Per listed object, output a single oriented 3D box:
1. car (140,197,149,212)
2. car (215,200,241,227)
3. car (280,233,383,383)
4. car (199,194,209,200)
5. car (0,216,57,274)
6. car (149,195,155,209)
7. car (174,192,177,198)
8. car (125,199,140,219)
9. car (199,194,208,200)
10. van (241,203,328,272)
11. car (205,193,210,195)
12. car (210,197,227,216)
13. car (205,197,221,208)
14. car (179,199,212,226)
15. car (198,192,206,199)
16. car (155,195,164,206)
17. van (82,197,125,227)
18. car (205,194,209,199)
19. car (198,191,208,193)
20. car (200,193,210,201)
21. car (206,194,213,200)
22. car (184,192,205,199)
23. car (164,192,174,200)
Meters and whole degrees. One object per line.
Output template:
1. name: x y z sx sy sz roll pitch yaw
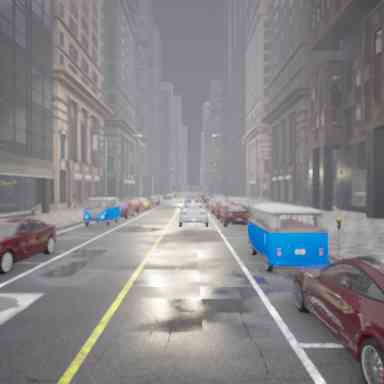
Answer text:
1. car: -5.761 1.384 32.755 1.887 1.381 4.507 0 0 0
2. car: 2.762 1.438 21.559 1.887 1.381 4.507 0 0 0
3. car: 2.761 1.558 4.755 1.802 1.307 4.206 0 0 0
4. car: 2.770 1.190 77.577 1.947 1.339 4.313 0 0 0
5. car: -5.764 1.493 10.347 1.887 1.381 4.507 0 0 0
6. car: -5.761 1.338 38.188 1.752 1.417 4.829 0 0 0
7. car: -5.754 1.122 88.777 2.008 1.369 4.403 0 0 0
8. car: -5.762 1.411 27.154 1.887 1.381 4.507 0 0 0
9. car: 2.770 1.148 83.179 2.008 1.369 4.403 0 0 0
10. van: 2.760 1.290 10.354 1.690 1.788 3.998 0 0 0
11. car: 2.767 1.275 55.170 1.887 1.381 4.507 0 0 0
12. car: 2.763 1.411 27.162 1.887 1.381 4.507 0 0 0
13. car: 2.766 1.366 43.967 1.802 1.307 4.206 0 0 0
14. car: 0.104 1.417 22.036 1.812 1.442 4.674 0 0 0
15. car: 2.771 0.860 94.381 2.192 1.841 5.009 0 0 0
16. car: -5.760 1.198 49.562 1.967 1.590 4.097 0 0 0
17. van: -5.764 1.235 21.551 1.690 1.788 3.998 0 0 0
18. car: 2.765 1.336 38.535 1.752 1.417 4.829 0 0 0
19. car: 2.767 0.992 66.372 2.192 1.841 5.009 0 0 0
20. car: 2.768 1.090 71.975 1.967 1.590 4.097 0 0 0
21. car: 2.763 1.279 32.763 1.967 1.590 4.097 0 0 0
22. car: 0.103 1.156 39.959 2.097 1.767 4.553 0 0 0
23. car: -5.756 1.169 77.572 1.887 1.381 4.507 0 0 0
